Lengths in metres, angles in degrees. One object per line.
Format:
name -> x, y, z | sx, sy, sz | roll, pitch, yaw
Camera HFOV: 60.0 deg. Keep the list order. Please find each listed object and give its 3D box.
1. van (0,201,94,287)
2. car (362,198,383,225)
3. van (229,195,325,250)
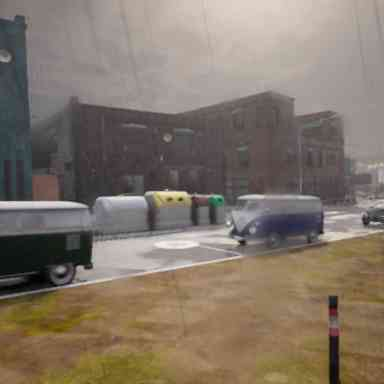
van -> -4.592, 1.196, 7.460 | 4.442, 1.987, 1.878 | 1, 0, -38
car -> 12.199, 1.287, 20.407 | 4.674, 1.452, 2.002 | 1, 0, -40
van -> 3.409, 1.115, 13.377 | 4.442, 1.987, 1.878 | 1, 0, -38
